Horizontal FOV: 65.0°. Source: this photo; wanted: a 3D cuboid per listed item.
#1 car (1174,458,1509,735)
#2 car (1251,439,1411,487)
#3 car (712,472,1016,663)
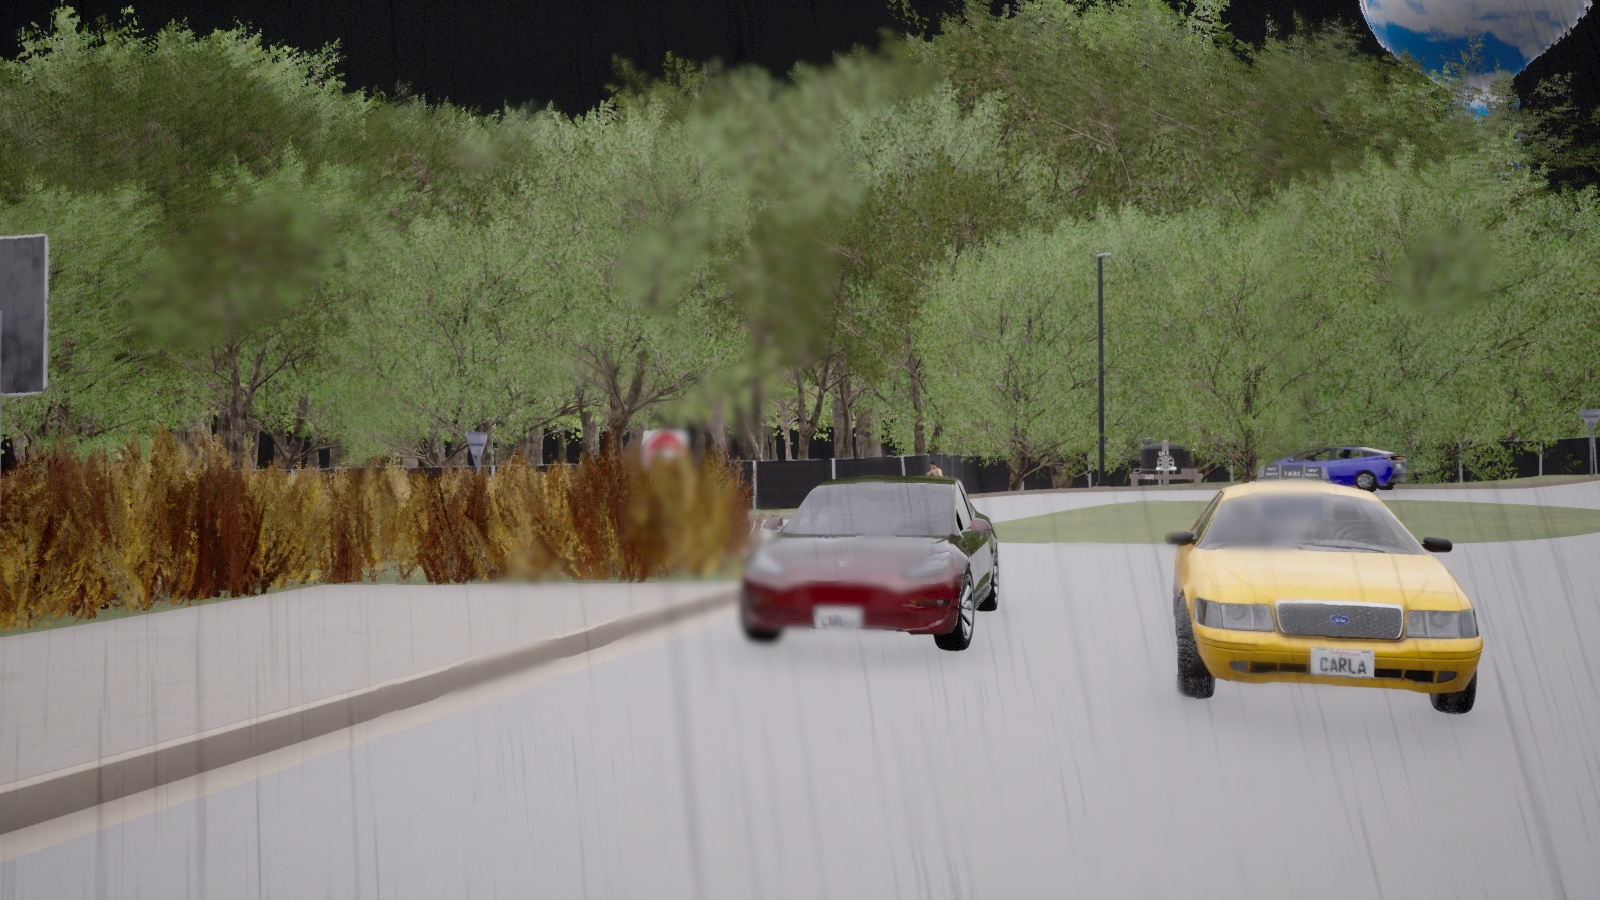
[{"bbox_3d":[3.950,0.863,10.039,1.801,1.575,5.366,0,0,16],"label":"car"},{"bbox_3d":[17.830,0.459,42.262,4.514,1.525,2.007,-2,0,44],"label":"car"},{"bbox_3d":[0.887,0.986,12.515,2.163,1.488,4.792,-1,-1,13],"label":"car"}]
